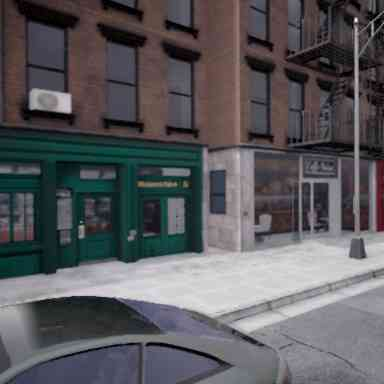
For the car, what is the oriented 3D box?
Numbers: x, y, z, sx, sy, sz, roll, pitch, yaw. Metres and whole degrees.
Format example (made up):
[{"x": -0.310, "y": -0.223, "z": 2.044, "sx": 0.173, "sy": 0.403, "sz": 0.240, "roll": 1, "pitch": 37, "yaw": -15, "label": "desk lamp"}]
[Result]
[{"x": -1.181, "y": 1.563, "z": 2.226, "sx": 4.181, "sy": 1.385, "sz": 1.994, "roll": 0, "pitch": 0, "yaw": -36, "label": "car"}]
